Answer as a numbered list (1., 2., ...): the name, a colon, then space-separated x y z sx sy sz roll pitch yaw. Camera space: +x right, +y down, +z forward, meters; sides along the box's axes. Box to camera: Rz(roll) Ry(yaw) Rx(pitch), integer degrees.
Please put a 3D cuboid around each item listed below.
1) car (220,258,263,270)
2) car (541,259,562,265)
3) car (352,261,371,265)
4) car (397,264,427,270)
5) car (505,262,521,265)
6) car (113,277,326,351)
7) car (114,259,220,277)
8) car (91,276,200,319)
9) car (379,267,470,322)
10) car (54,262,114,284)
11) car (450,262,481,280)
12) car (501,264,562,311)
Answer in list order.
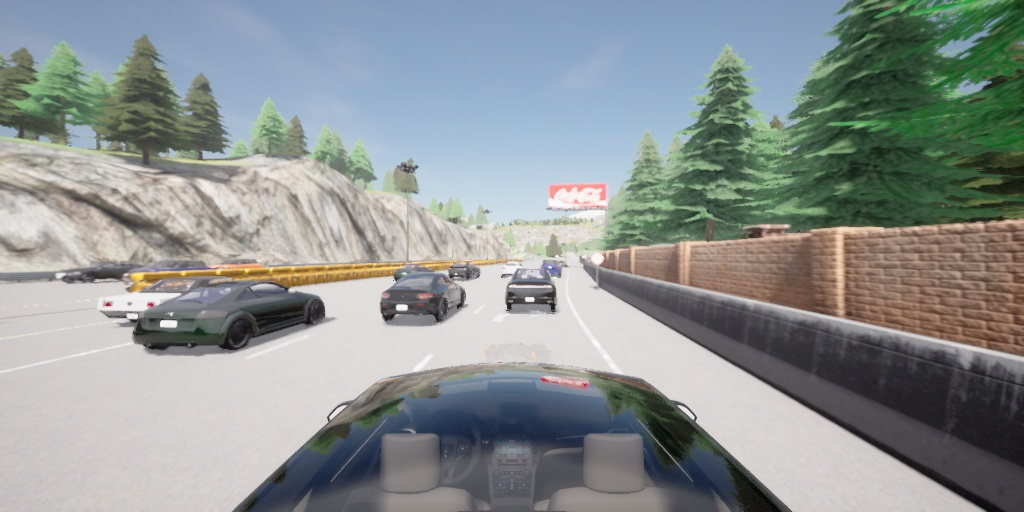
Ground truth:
1. car: -25.201 1.029 32.578 2.097 1.767 4.553 0 0 9
2. car: 3.878 1.116 35.689 2.097 1.767 4.553 0 0 9
3. car: -16.837 1.267 40.288 1.994 1.385 4.181 0 0 10
4. car: -7.832 1.293 28.870 1.994 1.385 4.181 0 0 9
5. car: 0.140 1.279 34.594 1.812 1.442 4.674 0 0 9
6. car: -6.599 1.295 8.993 1.994 1.385 4.181 0 0 3
7. car: -22.912 1.035 24.126 2.097 1.767 4.553 0 0 8
8. car: -9.960 1.322 11.774 1.895 1.301 4.718 0 0 4
9. car: -2.884 1.268 12.241 1.812 1.442 4.674 0 0 4
10. car: -29.684 1.155 26.223 2.128 1.511 4.902 0 0 8
11. car: -4.018 1.232 30.652 2.128 1.511 4.902 0 0 9
12. car: 0.815 1.245 14.432 2.128 1.511 4.902 0 0 5
